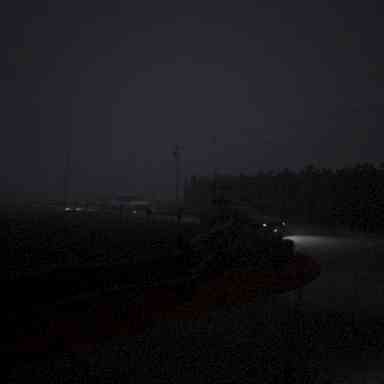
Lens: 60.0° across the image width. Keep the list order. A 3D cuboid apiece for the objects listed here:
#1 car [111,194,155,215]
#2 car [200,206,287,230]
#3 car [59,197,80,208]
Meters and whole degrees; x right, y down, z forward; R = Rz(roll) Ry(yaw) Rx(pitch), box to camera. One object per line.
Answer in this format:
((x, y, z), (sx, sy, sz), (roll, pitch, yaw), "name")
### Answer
((-5.396, 1.181, 29.859), (2.150, 2.045, 5.566), (0, 0, -35), "car")
((2.624, 1.509, 18.567), (2.033, 1.411, 5.357), (0, 0, -36), "car")
((-17.254, 1.453, 46.715), (2.128, 1.511, 4.902), (0, 0, -35), "car")
